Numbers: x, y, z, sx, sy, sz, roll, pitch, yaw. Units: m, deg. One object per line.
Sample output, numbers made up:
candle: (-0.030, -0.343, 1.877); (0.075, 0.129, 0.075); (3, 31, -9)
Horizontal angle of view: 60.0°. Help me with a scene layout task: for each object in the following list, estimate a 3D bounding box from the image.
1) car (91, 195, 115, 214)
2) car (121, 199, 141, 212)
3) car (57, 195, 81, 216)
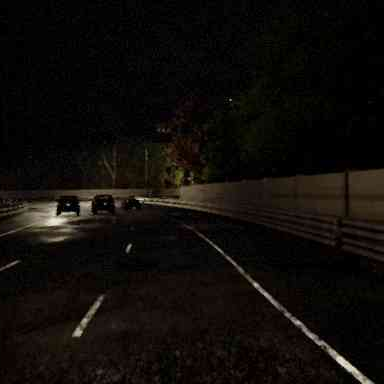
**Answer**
car: (-9.792, 1.313, 36.557); (2.150, 2.045, 5.566); (0, 0, -20)
car: (-7.334, 1.567, 40.137); (1.837, 1.490, 4.892); (0, 0, -19)
car: (-12.734, 1.347, 34.403); (2.150, 2.045, 5.566); (0, 0, -19)
